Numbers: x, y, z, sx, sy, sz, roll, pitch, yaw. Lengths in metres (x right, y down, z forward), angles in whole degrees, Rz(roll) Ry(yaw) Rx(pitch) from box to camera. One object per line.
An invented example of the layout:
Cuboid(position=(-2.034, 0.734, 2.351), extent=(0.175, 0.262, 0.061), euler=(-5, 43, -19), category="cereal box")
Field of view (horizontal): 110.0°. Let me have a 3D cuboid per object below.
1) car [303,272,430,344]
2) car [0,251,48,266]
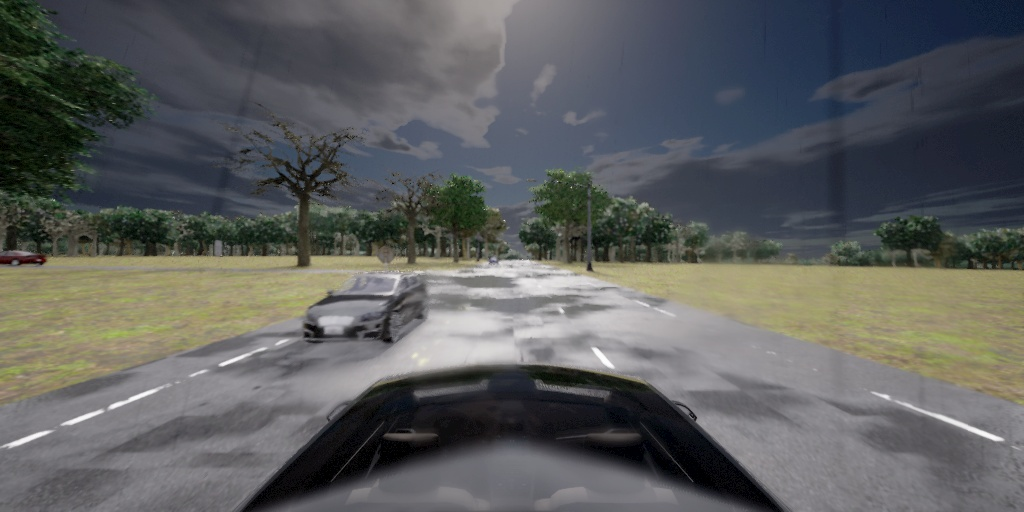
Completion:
Cuboid(position=(-3.510, 1.200, 9.525), extent=(2.128, 1.511, 4.902), euler=(0, 0, 0), category="car")
Cuboid(position=(-49.049, 0.234, 35.315), extent=(5.008, 1.535, 1.882), euler=(0, -1, 0), category="car")
